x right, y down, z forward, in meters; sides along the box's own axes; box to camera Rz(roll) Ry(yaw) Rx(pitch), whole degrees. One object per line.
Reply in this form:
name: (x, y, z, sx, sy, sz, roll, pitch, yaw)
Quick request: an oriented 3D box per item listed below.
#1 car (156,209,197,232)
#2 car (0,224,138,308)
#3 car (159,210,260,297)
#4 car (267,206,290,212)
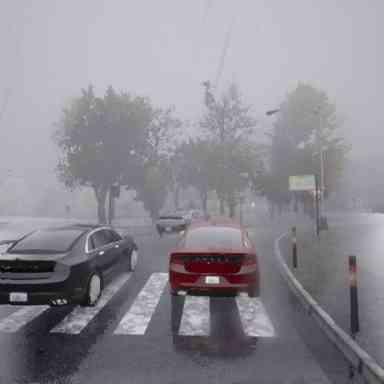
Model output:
car: (-0.234, 1.682, 18.454, 2.128, 1.511, 4.902, -2, -3, 22)
car: (-2.681, 1.525, 7.994, 1.837, 1.490, 4.892, 0, 0, 5)
car: (0.632, 1.472, 8.626, 1.882, 1.535, 5.008, -1, 0, 6)
car: (18.936, 3.903, 72.846, 4.892, 1.490, 1.837, -3, -5, 37)
